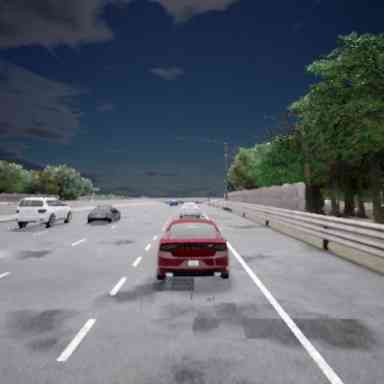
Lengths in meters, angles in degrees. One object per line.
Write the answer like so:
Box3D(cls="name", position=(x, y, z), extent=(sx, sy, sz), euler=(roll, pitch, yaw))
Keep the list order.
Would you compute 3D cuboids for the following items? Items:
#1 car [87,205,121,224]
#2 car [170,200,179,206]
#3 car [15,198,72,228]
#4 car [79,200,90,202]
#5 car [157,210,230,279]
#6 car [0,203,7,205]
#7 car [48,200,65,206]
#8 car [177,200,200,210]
Box3D(cls="car", position=(-7.147, 1.787, 27.425), extent=(1.994, 1.385, 4.181), euler=(0, 0, -1))
Box3D(cls="car", position=(-4.251, 2.678, 81.241), extent=(1.882, 1.535, 5.008), euler=(0, -1, -1))
Box3D(cls="car", position=(-10.618, 1.440, 24.213), extent=(2.150, 2.045, 5.566), euler=(0, 0, -1))
Box3D(cls="car", position=(-21.617, 2.296, 66.641), extent=(2.097, 1.767, 4.553), euler=(0, -1, -1))
Box3D(cls="car", position=(0.012, 1.553, 10.361), extent=(1.882, 1.535, 5.008), euler=(0, 0, -1))
Box3D(cls="car", position=(-24.969, 2.096, 42.489), extent=(1.895, 1.301, 4.718), euler=(0, -1, 0))
Box3D(cls="car", position=(-32.233, 2.637, 79.150), extent=(2.128, 1.511, 4.902), euler=(0, -1, -1))
Box3D(cls="car", position=(-0.208, 1.754, 32.398), extent=(1.812, 1.442, 4.674), euler=(0, -1, -1))
